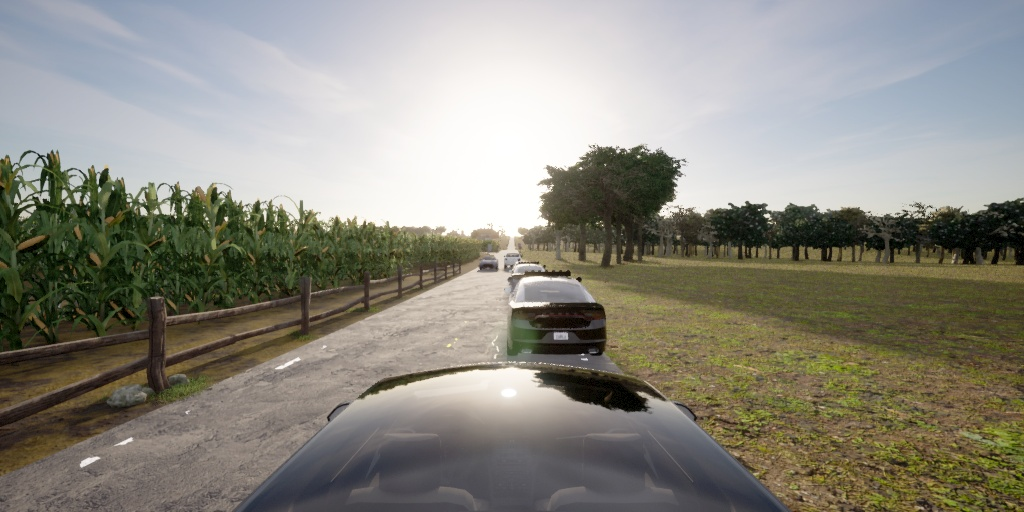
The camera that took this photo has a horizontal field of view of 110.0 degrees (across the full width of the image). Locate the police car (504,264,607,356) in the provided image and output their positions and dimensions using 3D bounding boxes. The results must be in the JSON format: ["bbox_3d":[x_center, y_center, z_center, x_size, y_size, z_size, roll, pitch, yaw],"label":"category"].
[{"bbox_3d":[0.843,1.154,8.721,1.930,1.638,5.238,0,0,0],"label":"police car"}]

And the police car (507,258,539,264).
[{"bbox_3d":[0.865,1.090,18.722,1.930,1.638,5.238,0,0,0],"label":"police car"}]

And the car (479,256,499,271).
[{"bbox_3d":[-2.657,0.744,41.590,2.097,1.767,4.553,0,1,0],"label":"car"}]

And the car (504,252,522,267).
[{"bbox_3d":[0.129,0.527,46.119,2.150,2.045,5.566,0,1,1],"label":"car"}]
